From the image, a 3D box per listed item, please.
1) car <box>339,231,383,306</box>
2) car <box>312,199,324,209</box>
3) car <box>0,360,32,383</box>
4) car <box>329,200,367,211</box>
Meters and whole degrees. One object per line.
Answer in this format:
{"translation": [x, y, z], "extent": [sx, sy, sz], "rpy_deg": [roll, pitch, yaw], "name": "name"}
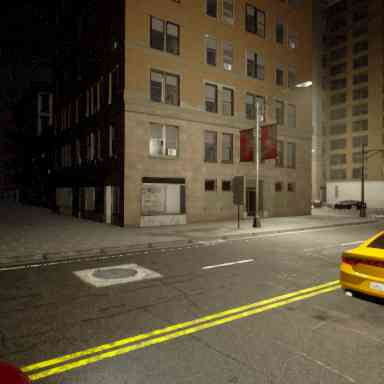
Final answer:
{"translation": [5.222, 1.478, 7.183], "extent": [5.008, 1.535, 1.882], "rpy_deg": [0, 0, -35], "name": "car"}
{"translation": [15.578, 1.582, 44.937], "extent": [2.008, 1.369, 4.403], "rpy_deg": [0, 0, -35], "name": "car"}
{"translation": [-3.100, 1.526, 1.223], "extent": [4.674, 1.442, 1.812], "rpy_deg": [0, 0, -36], "name": "car"}
{"translation": [18.854, 1.596, 40.319], "extent": [1.947, 1.339, 4.313], "rpy_deg": [0, 0, -35], "name": "car"}
